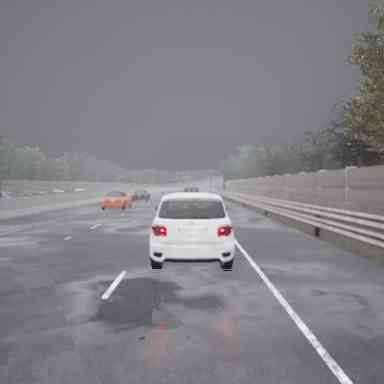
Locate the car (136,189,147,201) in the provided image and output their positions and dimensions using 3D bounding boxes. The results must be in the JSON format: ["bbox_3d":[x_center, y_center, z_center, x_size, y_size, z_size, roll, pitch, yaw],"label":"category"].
[{"bbox_3d":[-6.994,0.420,46.195,2.097,1.767,4.553,0,1,0],"label":"car"}]

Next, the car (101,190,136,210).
[{"bbox_3d":[-6.957,0.722,31.266,2.097,1.767,4.553,0,1,0],"label":"car"}]

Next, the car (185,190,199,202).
[{"bbox_3d":[-0.001,0.529,48.425,1.837,1.490,4.892,0,2,0],"label":"car"}]

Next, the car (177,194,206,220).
[{"bbox_3d":[-0.040,0.988,24.195,1.882,1.535,5.008,0,1,0],"label":"car"}]

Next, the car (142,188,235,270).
[{"bbox_3d":[-0.009,1.011,10.373,2.150,2.045,5.566,0,1,0],"label":"car"}]

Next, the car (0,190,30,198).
[{"bbox_3d":[-17.586,0.828,33.086,2.128,1.511,4.902,0,1,0],"label":"car"}]

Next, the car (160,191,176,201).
[{"bbox_3d":[-3.502,0.554,49.249,2.033,1.411,5.357,0,1,0],"label":"car"}]
